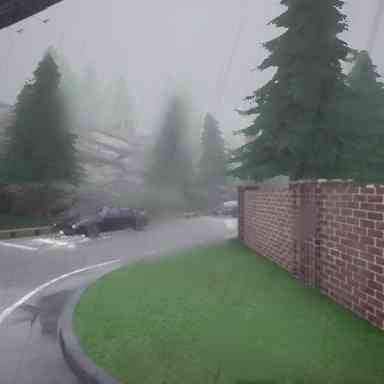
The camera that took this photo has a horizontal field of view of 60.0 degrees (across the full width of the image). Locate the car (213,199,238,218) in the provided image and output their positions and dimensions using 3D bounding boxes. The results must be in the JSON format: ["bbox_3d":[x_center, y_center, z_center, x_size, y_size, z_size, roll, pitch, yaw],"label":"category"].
[{"bbox_3d":[3.502,1.349,27.776,1.812,1.442,4.674,0,0,34],"label":"car"}]

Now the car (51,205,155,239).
[{"bbox_3d":[-4.169,1.370,16.649,2.033,1.411,5.357,0,0,35],"label":"car"}]
